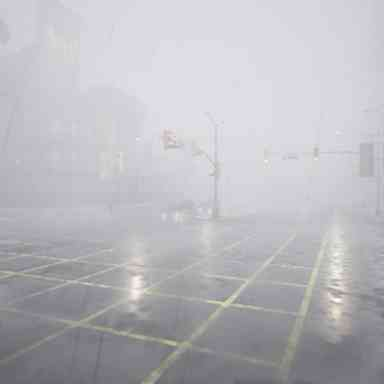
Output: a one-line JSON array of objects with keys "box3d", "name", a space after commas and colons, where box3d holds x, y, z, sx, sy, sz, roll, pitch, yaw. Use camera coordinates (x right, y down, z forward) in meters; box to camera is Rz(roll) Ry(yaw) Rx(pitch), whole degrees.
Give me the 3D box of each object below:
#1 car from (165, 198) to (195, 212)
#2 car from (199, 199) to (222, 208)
[{"box3d": [-1.326, 1.500, 39.340, 1.882, 1.535, 5.008, 0, 0, 25], "name": "car"}, {"box3d": [2.729, 1.643, 48.715, 1.895, 1.301, 4.718, 0, 0, 24], "name": "car"}]
